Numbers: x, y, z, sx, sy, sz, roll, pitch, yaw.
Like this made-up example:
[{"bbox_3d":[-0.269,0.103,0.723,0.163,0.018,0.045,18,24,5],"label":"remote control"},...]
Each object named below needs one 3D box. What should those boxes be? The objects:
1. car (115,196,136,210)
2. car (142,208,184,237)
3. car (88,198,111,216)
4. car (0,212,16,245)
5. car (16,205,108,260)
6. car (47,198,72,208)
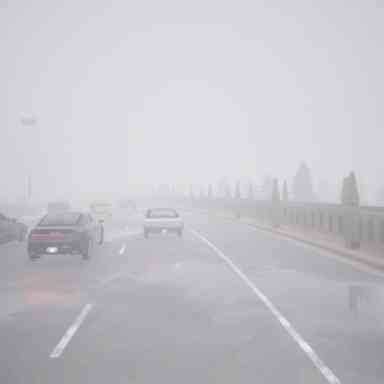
[{"bbox_3d":[-7.790,1.293,38.864,1.837,1.490,4.892,0,0,-22],"label":"car"},{"bbox_3d":[-1.658,1.499,17.533,1.895,1.301,4.718,0,0,-10],"label":"car"},{"bbox_3d":[-8.480,1.319,30.494,1.882,1.535,5.008,0,0,-17],"label":"car"},{"bbox_3d":[-8.026,1.473,12.889,1.812,1.442,4.674,0,0,-7],"label":"car"},{"bbox_3d":[-4.433,1.444,12.238,1.837,1.490,4.892,0,0,-7],"label":"car"},{"bbox_3d":[-12.245,1.330,30.775,1.882,1.535,5.008,0,0,-18],"label":"car"}]
